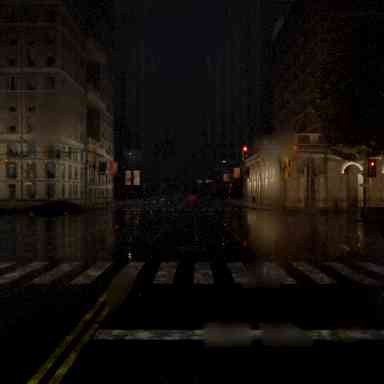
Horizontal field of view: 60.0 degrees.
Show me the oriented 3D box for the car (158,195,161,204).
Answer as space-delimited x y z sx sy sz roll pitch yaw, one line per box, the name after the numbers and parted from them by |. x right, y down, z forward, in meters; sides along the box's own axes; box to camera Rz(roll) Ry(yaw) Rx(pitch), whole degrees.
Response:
-7.049 1.564 63.785 1.994 1.385 4.181 0 0 2 | car

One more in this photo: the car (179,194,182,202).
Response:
-3.534 1.547 64.503 2.033 1.411 5.357 0 0 2 | car

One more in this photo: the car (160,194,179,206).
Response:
-3.584 1.505 54.260 1.837 1.490 4.892 0 0 1 | car

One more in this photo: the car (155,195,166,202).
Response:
-6.913 1.500 73.914 1.837 1.490 4.892 0 0 1 | car

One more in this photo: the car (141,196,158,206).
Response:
-7.085 1.505 54.279 1.837 1.490 4.892 0 0 0 | car

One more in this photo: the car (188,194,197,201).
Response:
0.133 1.279 78.610 2.097 1.767 4.553 0 0 1 | car

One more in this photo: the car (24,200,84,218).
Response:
-12.217 1.477 29.510 5.008 1.535 1.882 0 0 0 | car

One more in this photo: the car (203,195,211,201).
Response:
3.633 1.464 78.607 2.033 1.411 5.357 0 0 1 | car
